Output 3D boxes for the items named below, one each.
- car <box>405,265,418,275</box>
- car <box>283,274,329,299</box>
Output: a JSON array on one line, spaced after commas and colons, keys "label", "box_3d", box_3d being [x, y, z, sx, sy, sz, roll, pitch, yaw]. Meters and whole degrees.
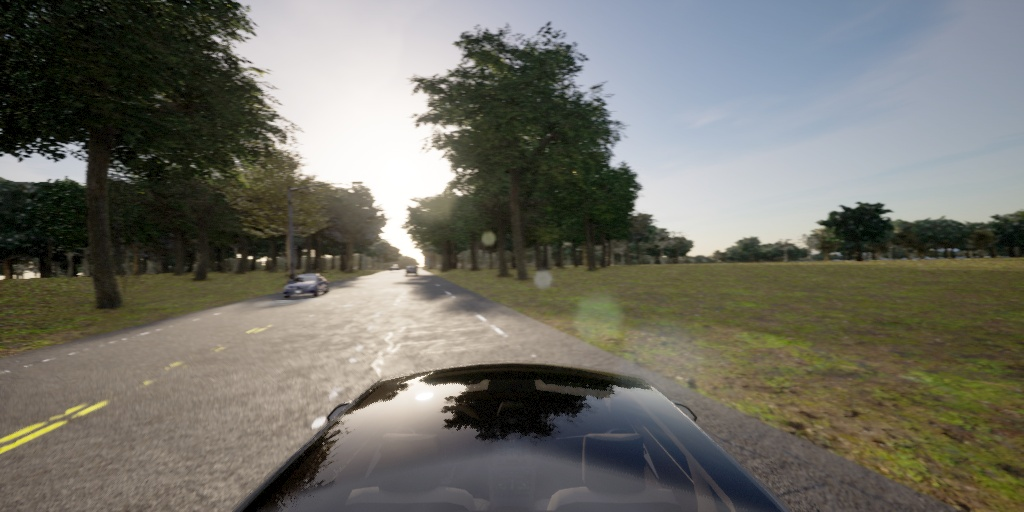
[{"label": "car", "box_3d": [-15.928, 2.243, 56.969, 2.128, 1.511, 4.902, -2, -1, -16]}, {"label": "car", "box_3d": [-13.548, 1.917, 23.862, 1.812, 1.442, 4.674, -2, 0, -16]}]
